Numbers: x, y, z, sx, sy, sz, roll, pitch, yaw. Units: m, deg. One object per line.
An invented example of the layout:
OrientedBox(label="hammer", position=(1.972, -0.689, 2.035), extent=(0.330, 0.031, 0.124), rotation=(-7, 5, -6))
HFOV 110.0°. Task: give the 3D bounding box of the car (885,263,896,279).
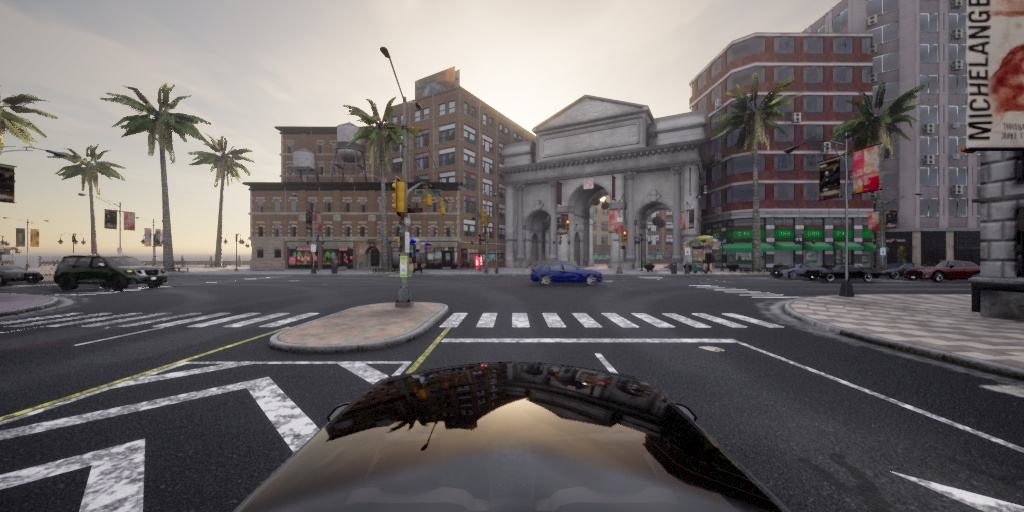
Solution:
OrientedBox(label="car", position=(34.847, 1.297, 31.902), extent=(5.357, 1.411, 2.033), rotation=(0, 0, 1))

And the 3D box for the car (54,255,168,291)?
OrientedBox(label="car", position=(-23.879, 0.972, 21.412), extent=(5.566, 2.045, 2.150), rotation=(0, 0, 6))

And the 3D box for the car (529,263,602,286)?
OrientedBox(label="car", position=(3.714, 1.227, 24.997), extent=(5.008, 1.535, 1.882), rotation=(0, 0, 0))

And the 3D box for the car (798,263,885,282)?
OrientedBox(label="car", position=(26.107, 1.351, 28.517), extent=(4.718, 1.301, 1.895), rotation=(0, 0, 1))

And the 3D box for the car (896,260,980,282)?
OrientedBox(label="car", position=(34.063, 1.102, 28.363), extent=(4.553, 1.767, 2.097), rotation=(0, 0, 2))

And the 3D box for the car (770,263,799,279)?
OrientedBox(label="car", position=(25.592, 1.314, 32.005), extent=(4.181, 1.385, 1.994), rotation=(0, 0, 1))

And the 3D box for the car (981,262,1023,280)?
OrientedBox(label="car", position=(44.748, 1.255, 31.189), extent=(4.892, 1.490, 1.837), rotation=(0, 0, 8))

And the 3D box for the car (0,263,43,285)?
OrientedBox(label="car", position=(-36.355, 1.255, 25.299), extent=(4.892, 1.490, 1.837), rotation=(0, 0, 0))
